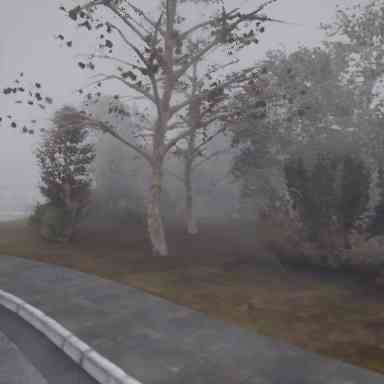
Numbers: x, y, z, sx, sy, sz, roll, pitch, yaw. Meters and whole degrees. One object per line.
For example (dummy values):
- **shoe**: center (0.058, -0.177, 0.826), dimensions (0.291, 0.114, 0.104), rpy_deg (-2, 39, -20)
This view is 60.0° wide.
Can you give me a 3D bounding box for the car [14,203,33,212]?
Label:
- **car**: center (-28.947, 2.726, 57.507), dimensions (2.128, 1.511, 4.902), rpy_deg (0, -2, -4)
